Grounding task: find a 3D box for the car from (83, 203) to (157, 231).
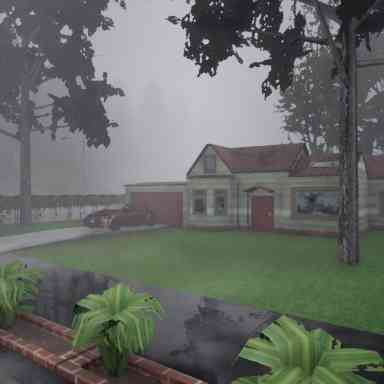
[{"bbox_3d":[-3.849,1.300,18.360,1.994,1.381,4.181,0,0,35],"label":"car"}]
